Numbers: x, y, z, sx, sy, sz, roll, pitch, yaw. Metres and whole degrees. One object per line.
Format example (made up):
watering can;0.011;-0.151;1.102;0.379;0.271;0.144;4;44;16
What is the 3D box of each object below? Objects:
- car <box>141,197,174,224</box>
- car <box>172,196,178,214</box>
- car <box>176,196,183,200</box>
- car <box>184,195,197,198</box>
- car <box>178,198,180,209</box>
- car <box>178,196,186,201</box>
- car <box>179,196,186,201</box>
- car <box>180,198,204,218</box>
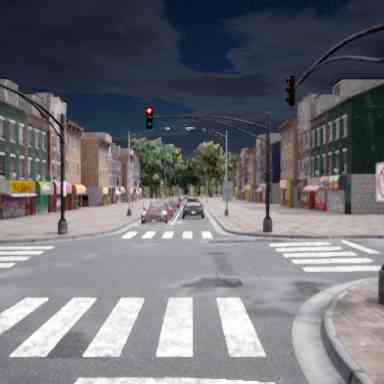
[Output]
car;-2.630;1.448;24.800;1.967;1.590;4.097;-1;0;0
car;-2.626;1.453;30.235;1.967;1.590;4.097;-1;0;0
car;-2.614;1.578;46.539;1.887;1.381;4.507;-1;0;0
car;0.104;1.528;57.898;1.882;1.535;5.008;0;0;0
car;-2.621;1.584;35.669;1.947;1.339;4.313;-1;0;0
car;-2.587;1.665;84.582;1.947;1.339;4.313;-1;0;0
car;-2.583;1.693;90.017;1.802;1.307;4.206;-1;0;0
car;0.108;1.538;30.073;1.812;1.442;4.674;0;0;0
